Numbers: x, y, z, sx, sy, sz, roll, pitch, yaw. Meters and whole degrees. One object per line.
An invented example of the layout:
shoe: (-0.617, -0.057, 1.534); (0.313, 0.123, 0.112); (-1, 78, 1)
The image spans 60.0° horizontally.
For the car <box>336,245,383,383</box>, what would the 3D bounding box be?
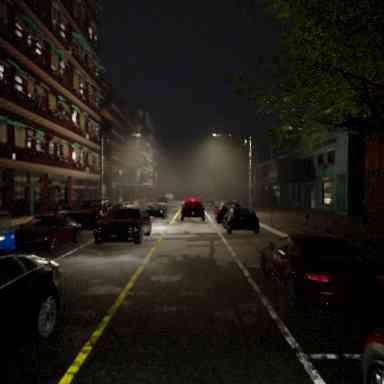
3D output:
car: (2.688, 1.439, 1.812); (1.967, 1.590, 4.097); (0, 0, 0)

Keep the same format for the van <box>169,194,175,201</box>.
van: (-5.690, 1.382, 81.571); (1.690, 1.788, 3.998); (0, 0, 0)

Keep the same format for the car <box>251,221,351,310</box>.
car: (2.689, 1.577, 7.510); (1.802, 1.307, 4.206); (0, 0, 0)

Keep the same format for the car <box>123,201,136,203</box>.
car: (-5.691, 1.557, 24.603); (1.947, 1.339, 4.313); (0, 0, 0)

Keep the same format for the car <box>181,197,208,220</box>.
car: (0.083, 1.470, 27.949); (1.882, 1.535, 5.008); (0, 0, 0)

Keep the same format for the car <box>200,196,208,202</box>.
car: (2.691, 1.613, 75.870); (1.802, 1.307, 4.206); (0, 0, 0)

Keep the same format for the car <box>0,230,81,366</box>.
car: (-3.090, 1.490, 3.668); (2.128, 1.511, 4.902); (0, 0, 0)

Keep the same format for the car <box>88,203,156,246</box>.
car: (-3.056, 1.469, 15.542); (1.882, 1.535, 5.008); (0, 0, 0)

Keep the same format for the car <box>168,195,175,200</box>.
car: (-5.688, 1.644, 92.964); (1.802, 1.307, 4.206); (0, 0, 0)

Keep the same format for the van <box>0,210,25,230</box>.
van: (-5.692, 1.336, 7.512); (1.690, 1.788, 3.998); (0, 0, 0)

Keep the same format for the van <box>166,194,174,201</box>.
van: (-5.690, 1.392, 87.267); (1.690, 1.788, 3.998); (0, 0, 0)

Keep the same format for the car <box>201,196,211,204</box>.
car: (2.691, 1.559, 64.476); (1.887, 1.381, 4.507); (0, 0, 0)

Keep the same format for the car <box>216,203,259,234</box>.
car: (2.690, 1.542, 18.903); (2.008, 1.369, 4.403); (0, 0, 0)

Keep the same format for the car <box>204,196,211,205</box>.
car: (2.691, 1.554, 53.084); (2.008, 1.369, 4.403); (0, 0, 0)

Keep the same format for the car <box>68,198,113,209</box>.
car: (-5.692, 1.306, 18.905); (2.192, 1.841, 5.009); (0, 0, 0)

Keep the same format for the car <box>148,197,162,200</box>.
car: (-5.691, 1.526, 47.220); (1.752, 1.417, 4.829); (0, 0, 0)

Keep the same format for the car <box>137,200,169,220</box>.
car: (-3.062, 1.593, 27.841); (1.895, 1.301, 4.718); (0, 0, 0)

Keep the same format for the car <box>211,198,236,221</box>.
car: (2.689, 1.431, 24.600); (1.967, 1.590, 4.097); (0, 0, 0)

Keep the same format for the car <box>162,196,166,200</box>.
car: (-5.690, 1.549, 53.087); (1.887, 1.381, 4.507); (0, 0, 0)

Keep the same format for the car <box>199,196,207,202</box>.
car: (2.691, 1.585, 81.567); (1.887, 1.381, 4.507); (0, 0, 0)

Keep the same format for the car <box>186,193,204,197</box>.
car: (0.099, 1.220, 45.617); (2.150, 2.045, 5.566); (0, 0, 0)

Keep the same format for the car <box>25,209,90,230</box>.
car: (-5.692, 1.574, 13.209); (1.802, 1.307, 4.206); (0, 0, 0)

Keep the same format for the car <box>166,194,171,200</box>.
car: (-5.690, 1.581, 64.479); (1.947, 1.339, 4.313); (0, 0, 0)
